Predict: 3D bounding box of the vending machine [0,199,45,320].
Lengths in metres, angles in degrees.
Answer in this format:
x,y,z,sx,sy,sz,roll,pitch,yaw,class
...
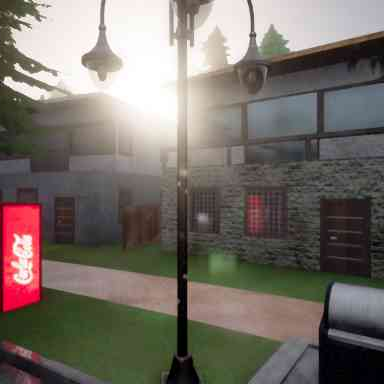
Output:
x,y,z,sx,sy,sz,roll,pitch,yaw,class
-3.586,1.195,6.379,0.880,2.100,1.100,0,0,29,vending machine
